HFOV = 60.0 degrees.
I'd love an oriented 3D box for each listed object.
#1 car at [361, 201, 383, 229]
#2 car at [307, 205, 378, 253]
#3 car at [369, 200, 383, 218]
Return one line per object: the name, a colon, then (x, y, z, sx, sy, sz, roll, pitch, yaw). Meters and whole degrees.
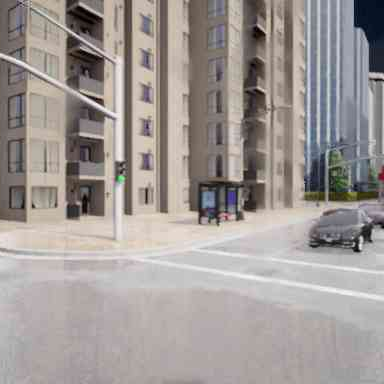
car: (11.483, 1.476, 21.343, 1.812, 1.442, 4.674, 0, 0, 35)
car: (6.319, 1.481, 13.930, 1.837, 1.490, 4.892, 0, 0, 36)
car: (17.120, 1.485, 29.471, 1.994, 1.385, 4.181, 0, 0, 35)
